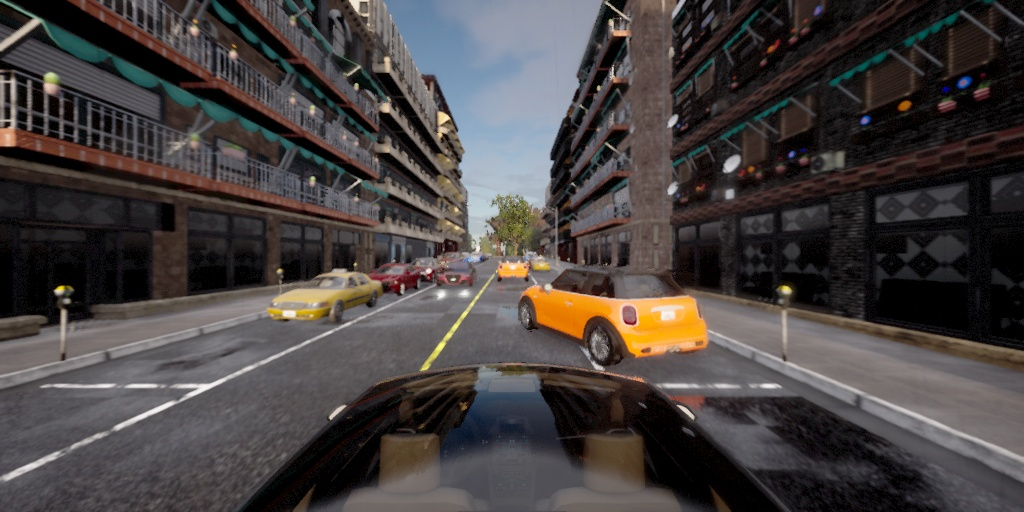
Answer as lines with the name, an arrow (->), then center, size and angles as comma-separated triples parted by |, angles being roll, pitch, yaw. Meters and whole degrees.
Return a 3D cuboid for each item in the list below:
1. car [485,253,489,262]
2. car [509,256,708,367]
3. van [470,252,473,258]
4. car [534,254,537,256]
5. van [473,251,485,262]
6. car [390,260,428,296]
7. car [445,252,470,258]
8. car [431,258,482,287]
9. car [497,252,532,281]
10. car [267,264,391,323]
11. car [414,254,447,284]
car -> -5.685, 0.122, 62.689 | 2.192, 1.841, 5.009 | 0, 0, 0
car -> 1.845, 1.002, 8.074 | 2.097, 1.767, 4.553 | 0, 1, -23
van -> -5.687, 0.495, 40.046 | 1.690, 1.789, 3.998 | 0, 0, 0
car -> 2.695, 0.767, 34.516 | 1.751, 1.417, 4.829 | 0, 0, 0
van -> -5.685, 0.234, 57.029 | 1.690, 1.789, 3.998 | 0, 0, 0
car -> -5.688, 1.050, 17.401 | 1.888, 1.381, 4.507 | 0, 0, 0
car -> -5.687, 0.556, 34.385 | 2.192, 1.841, 5.009 | 0, 0, 0
car -> -3.096, 1.014, 20.880 | 1.994, 1.385, 4.181 | 0, 1, 0
car -> 0.081, 0.734, 25.260 | 2.097, 1.767, 4.553 | 0, 1, 0
car -> -5.690, 1.118, 11.572 | 1.751, 1.417, 4.829 | 0, 0, 0
car -> -5.688, 0.856, 23.064 | 1.967, 1.591, 4.097 | 0, 0, 0
